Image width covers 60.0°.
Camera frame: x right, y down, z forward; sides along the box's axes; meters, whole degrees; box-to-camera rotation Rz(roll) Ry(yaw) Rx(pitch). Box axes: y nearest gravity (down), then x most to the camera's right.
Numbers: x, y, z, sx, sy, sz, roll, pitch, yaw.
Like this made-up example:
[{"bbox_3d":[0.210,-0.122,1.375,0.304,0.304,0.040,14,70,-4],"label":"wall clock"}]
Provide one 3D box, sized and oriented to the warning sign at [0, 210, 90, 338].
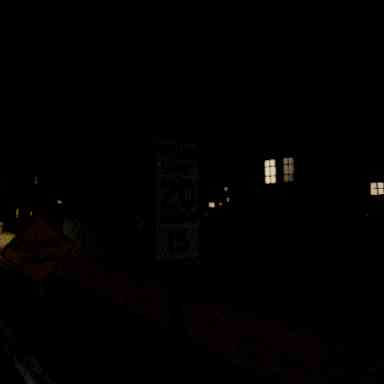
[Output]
[{"bbox_3d":[-2.675,1.290,5.855,1.300,1.860,1.060,-1,-3,-42],"label":"warning sign"}]
